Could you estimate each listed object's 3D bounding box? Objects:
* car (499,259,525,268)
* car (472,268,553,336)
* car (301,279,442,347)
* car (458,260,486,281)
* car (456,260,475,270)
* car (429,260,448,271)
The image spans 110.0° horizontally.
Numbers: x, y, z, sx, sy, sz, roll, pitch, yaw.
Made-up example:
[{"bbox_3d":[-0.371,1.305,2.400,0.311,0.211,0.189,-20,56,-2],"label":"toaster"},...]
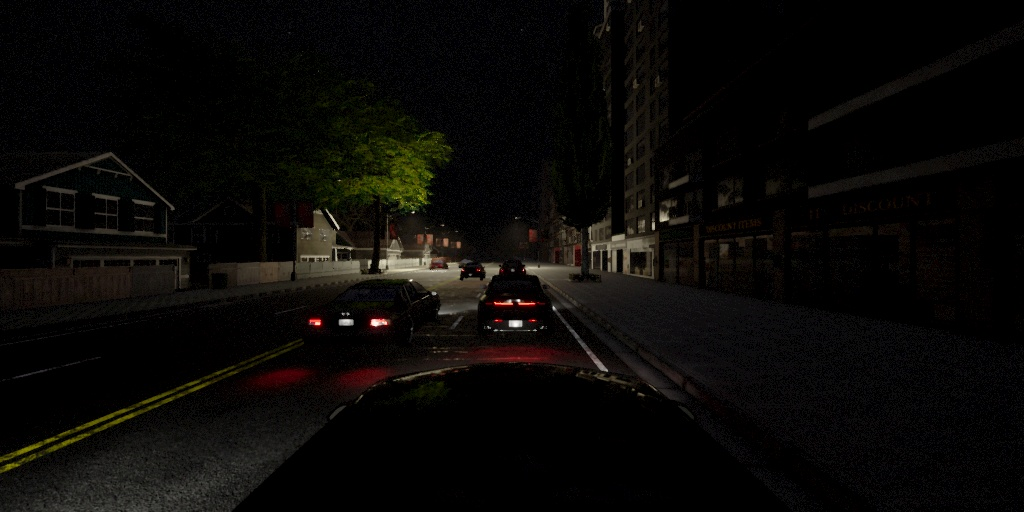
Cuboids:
[{"bbox_3d":[0.013,1.093,28.646,2.097,1.767,4.553,0,0,-1],"label":"car"},{"bbox_3d":[0.072,1.254,10.365,1.837,1.490,4.892,0,0,0],"label":"car"},{"bbox_3d":[-3.168,1.297,9.269,2.033,1.411,5.357,0,0,-1],"label":"car"},{"bbox_3d":[-3.247,1.265,30.172,1.812,1.442,4.674,0,0,0],"label":"car"},{"bbox_3d":[-6.734,1.262,52.742,2.033,1.411,5.357,0,0,0],"label":"car"},{"bbox_3d":[-9.993,1.284,49.186,1.994,1.385,4.181,0,0,0],"label":"car"}]
